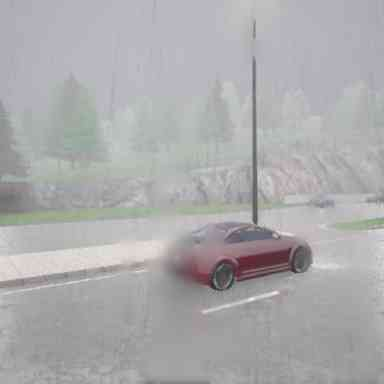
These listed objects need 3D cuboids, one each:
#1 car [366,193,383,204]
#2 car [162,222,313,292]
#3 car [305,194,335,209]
[{"bbox_3d":[29.521,1.006,52.006,4.892,1.490,1.837,-1,0,-18],"label":"car"},{"bbox_3d":[1.307,1.507,8.892,4.181,1.385,1.994,-1,0,-35],"label":"car"},{"bbox_3d":[15.394,1.022,39.857,2.097,1.767,4.553,0,0,43],"label":"car"}]
